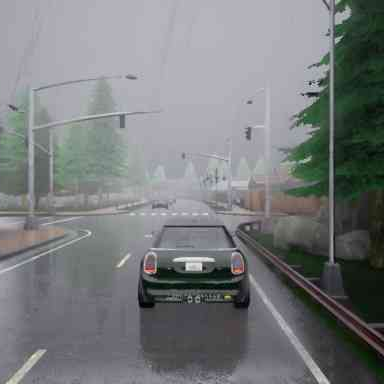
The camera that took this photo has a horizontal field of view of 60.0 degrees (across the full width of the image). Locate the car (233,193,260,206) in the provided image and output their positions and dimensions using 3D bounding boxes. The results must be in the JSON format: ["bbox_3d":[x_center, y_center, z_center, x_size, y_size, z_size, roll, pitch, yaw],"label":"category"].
[{"bbox_3d":[8.374,1.145,51.312,3.866,1.878,1.905,0,0,-1],"label":"car"}]

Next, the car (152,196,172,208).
[{"bbox_3d":[-4.101,1.533,43.767,1.994,1.385,4.181,0,0,-1],"label":"car"}]

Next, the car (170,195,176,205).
[{"bbox_3d":[-4.200,1.570,55.180,1.895,1.301,4.718,0,0,0],"label":"car"}]

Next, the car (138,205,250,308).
[{"bbox_3d":[0.053,1.352,8.066,2.097,1.767,4.553,0,0,1],"label":"car"}]

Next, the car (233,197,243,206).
[{"bbox_3d":[8.791,1.143,48.803,4.605,1.855,1.932,0,0,-1],"label":"car"}]

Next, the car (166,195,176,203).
[{"bbox_3d":[-4.308,1.446,69.493,1.882,1.535,5.008,0,0,-1],"label":"car"}]
